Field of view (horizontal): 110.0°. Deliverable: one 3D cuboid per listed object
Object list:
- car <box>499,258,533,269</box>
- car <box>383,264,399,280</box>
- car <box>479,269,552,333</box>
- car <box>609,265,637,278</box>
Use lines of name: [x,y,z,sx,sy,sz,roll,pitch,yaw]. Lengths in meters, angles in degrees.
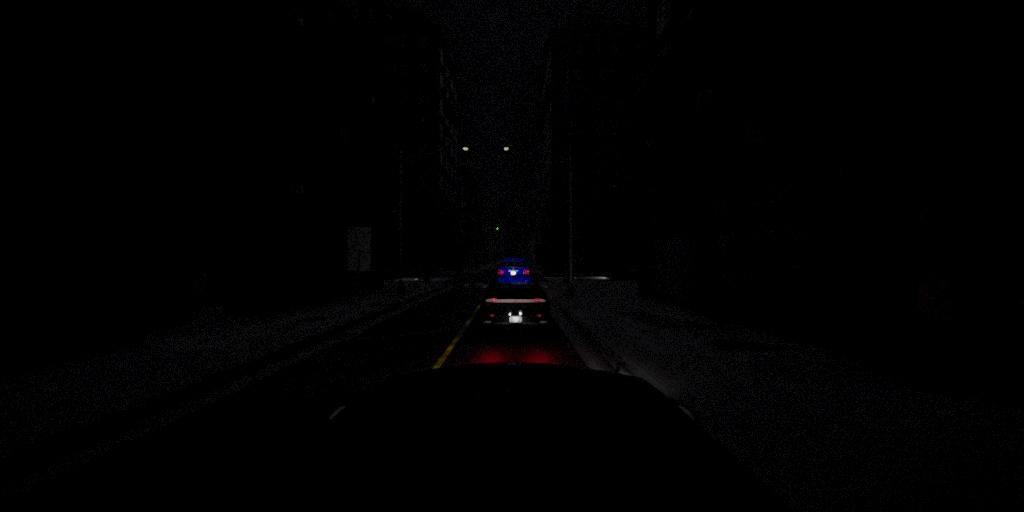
car: [0.229,1.145,24.380,2.150,2.045,5.566,0,0,3]
car: [-13.611,1.518,34.145,4.674,1.442,1.812,0,0,-1]
car: [0.099,1.309,10.926,2.128,1.511,4.902,0,-1,0]
car: [12.141,1.583,36.980,4.181,1.385,1.994,0,0,0]
